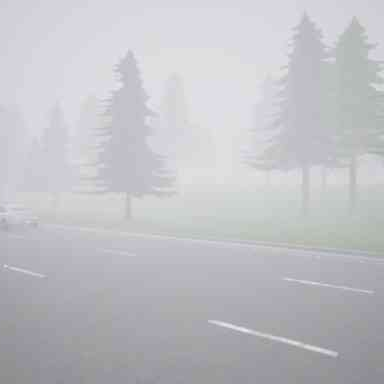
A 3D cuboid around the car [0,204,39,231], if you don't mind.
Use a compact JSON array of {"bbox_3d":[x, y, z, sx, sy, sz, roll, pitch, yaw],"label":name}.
[{"bbox_3d":[-11.240,1.496,20.488,4.674,1.442,1.812,0,0,36],"label":"car"}]
